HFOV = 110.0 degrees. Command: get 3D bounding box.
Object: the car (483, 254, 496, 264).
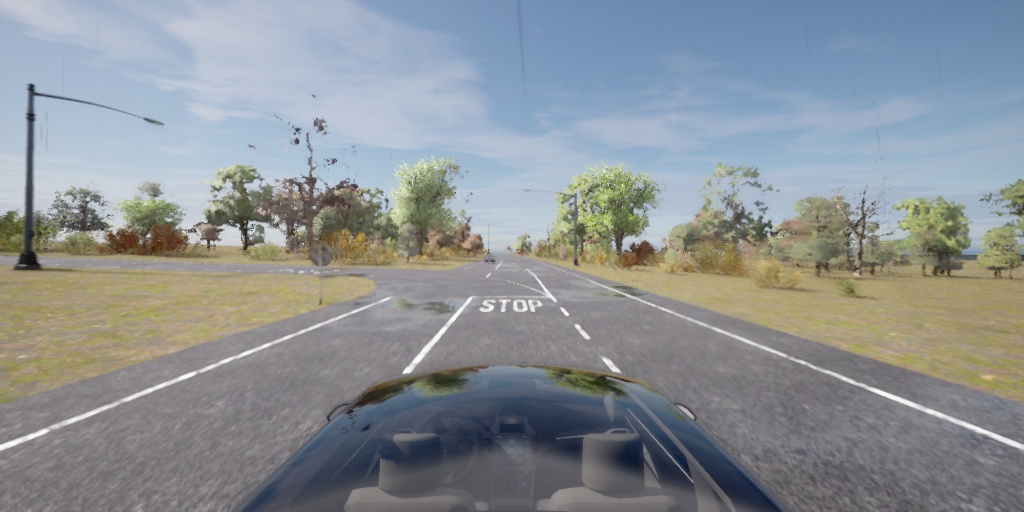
[{"bbox_3d":[-3.636,0.499,58.958,1.837,1.490,4.892,0,1,-1],"label":"car"}]
